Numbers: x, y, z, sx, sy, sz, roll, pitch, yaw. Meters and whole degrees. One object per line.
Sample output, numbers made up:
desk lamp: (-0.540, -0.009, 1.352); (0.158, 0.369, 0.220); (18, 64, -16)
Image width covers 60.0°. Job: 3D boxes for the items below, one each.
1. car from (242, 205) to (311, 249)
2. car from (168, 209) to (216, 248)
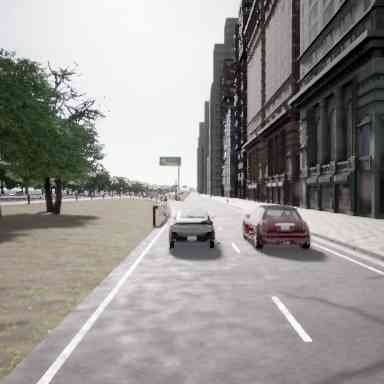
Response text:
car: (3.500, 1.363, 14.620); (2.097, 1.767, 4.553); (0, 0, 0)
car: (0.001, 1.492, 14.651); (2.128, 1.511, 4.902); (0, 0, 0)
